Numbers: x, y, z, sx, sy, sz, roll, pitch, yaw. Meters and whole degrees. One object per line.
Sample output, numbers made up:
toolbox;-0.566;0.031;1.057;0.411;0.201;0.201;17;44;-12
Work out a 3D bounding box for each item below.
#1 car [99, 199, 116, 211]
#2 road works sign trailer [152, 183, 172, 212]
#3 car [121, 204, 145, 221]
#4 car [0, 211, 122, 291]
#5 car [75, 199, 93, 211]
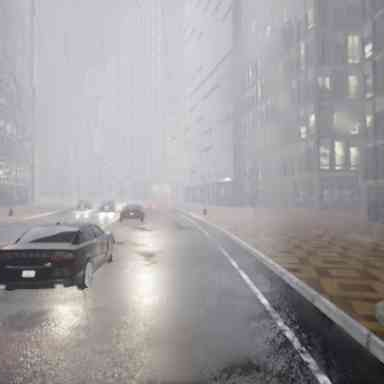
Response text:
car;-10.675;1.712;42.315;2.128;1.511;4.902;0;0;-11
road works sign trailer;-3.921;0.696;42.670;2.380;3.560;2.880;0;0;-12
car;-5.055;1.716;28.533;1.994;1.385;4.181;0;0;-7
car;-3.424;1.531;9.263;1.882;1.535;5.008;0;0;-2
car;-14.478;1.719;44.859;2.128;1.511;4.902;0;0;-11
